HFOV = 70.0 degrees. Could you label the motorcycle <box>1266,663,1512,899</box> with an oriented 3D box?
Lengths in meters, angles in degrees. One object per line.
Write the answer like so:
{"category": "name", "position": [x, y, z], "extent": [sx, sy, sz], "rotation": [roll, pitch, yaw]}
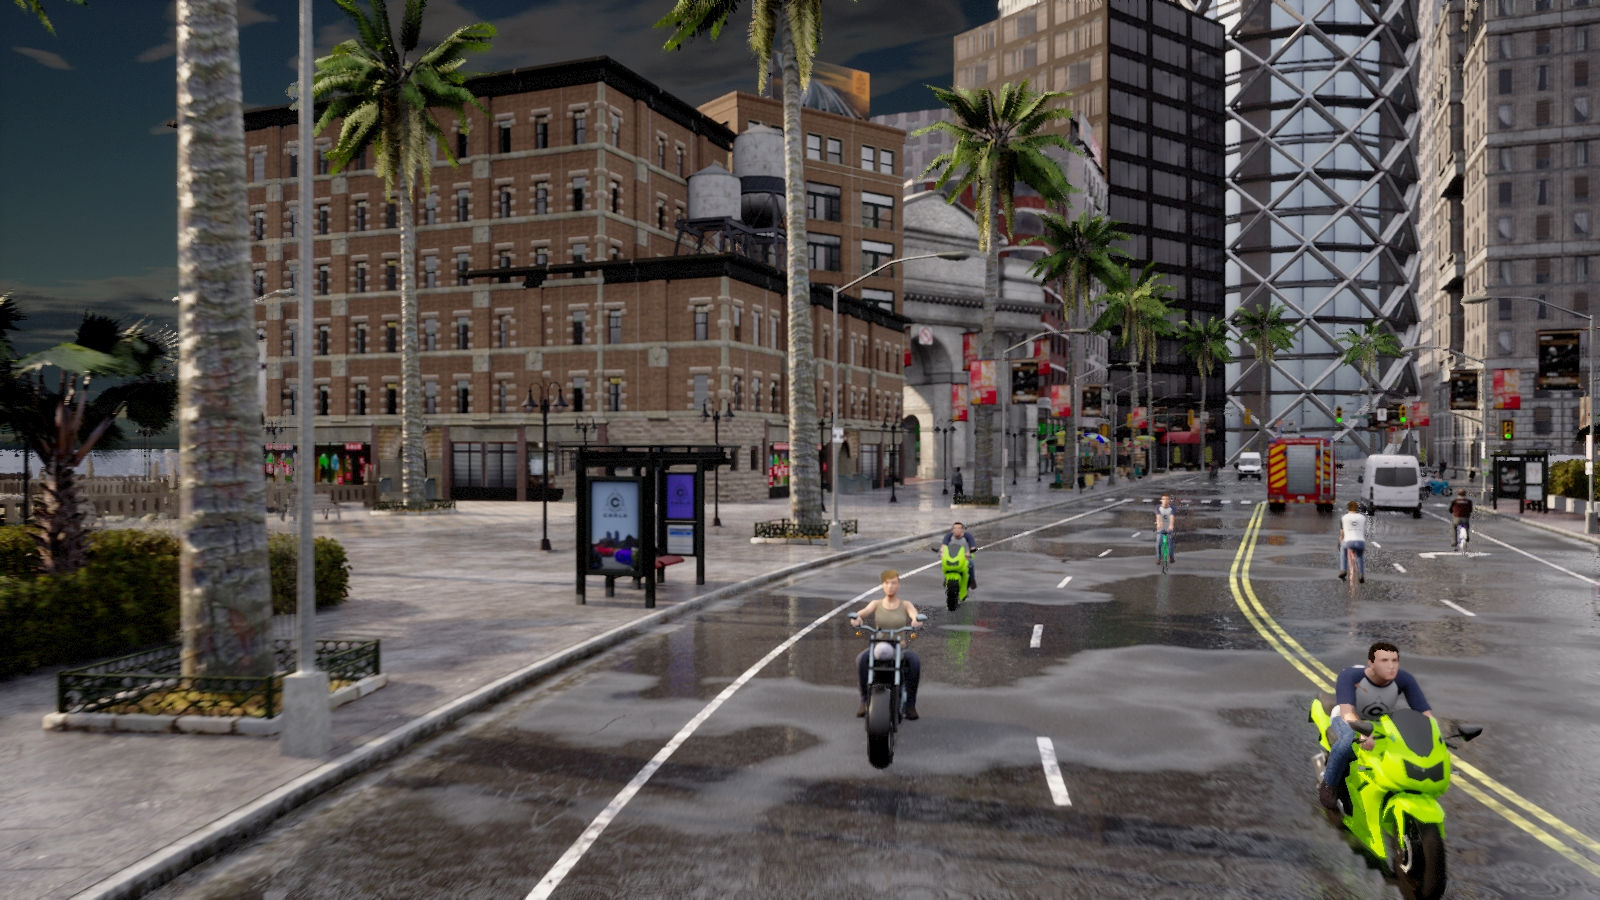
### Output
{"category": "motorcycle", "position": [3.869, 2.213, 7.723], "extent": [0.803, 1.145, 2.033], "rotation": [1, 0, 7]}

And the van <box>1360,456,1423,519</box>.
{"category": "van", "position": [25.583, 1.537, 49.584], "extent": [1.988, 2.561, 5.915], "rotation": [0, 0, 23]}

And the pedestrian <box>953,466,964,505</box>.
{"category": "pedestrian", "position": [7.604, 1.697, 54.844], "extent": [0.375, 1.860, 0.375], "rotation": [0, 0, 39]}

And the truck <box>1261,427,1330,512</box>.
{"category": "truck", "position": [24.301, 0.893, 56.196], "extent": [2.891, 3.827, 8.468], "rotation": [0, 0, 23]}

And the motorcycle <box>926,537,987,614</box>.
{"category": "motorcycle", "position": [2.825, 2.213, 20.500], "extent": [0.803, 1.145, 2.033], "rotation": [0, 0, 16]}

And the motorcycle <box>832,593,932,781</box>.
{"category": "motorcycle", "position": [0.833, 2.170, 10.943], "extent": [0.764, 1.277, 2.356], "rotation": [0, 0, 9]}

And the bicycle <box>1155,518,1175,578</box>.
{"category": "bicycle", "position": [8.294, 2.207, 25.949], "extent": [0.373, 1.196, 1.643], "rotation": [0, 0, 19]}

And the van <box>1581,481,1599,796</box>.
{"category": "van", "position": [7.273, 1.535, 6.516], "extent": [1.988, 2.561, 5.915], "rotation": [0, 0, 5]}
